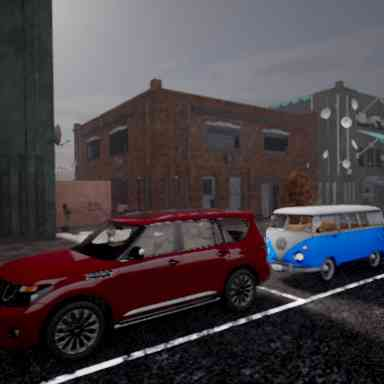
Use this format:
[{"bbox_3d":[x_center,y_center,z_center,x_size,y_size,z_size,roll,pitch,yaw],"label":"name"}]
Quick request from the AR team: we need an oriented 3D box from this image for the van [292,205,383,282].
[{"bbox_3d":[3.773,1.278,9.266,3.998,1.788,1.690,-1,0,-36],"label":"van"}]

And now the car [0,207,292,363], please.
[{"bbox_3d":[-0.741,1.294,6.039,5.009,1.841,2.192,-1,0,-36],"label":"car"}]
